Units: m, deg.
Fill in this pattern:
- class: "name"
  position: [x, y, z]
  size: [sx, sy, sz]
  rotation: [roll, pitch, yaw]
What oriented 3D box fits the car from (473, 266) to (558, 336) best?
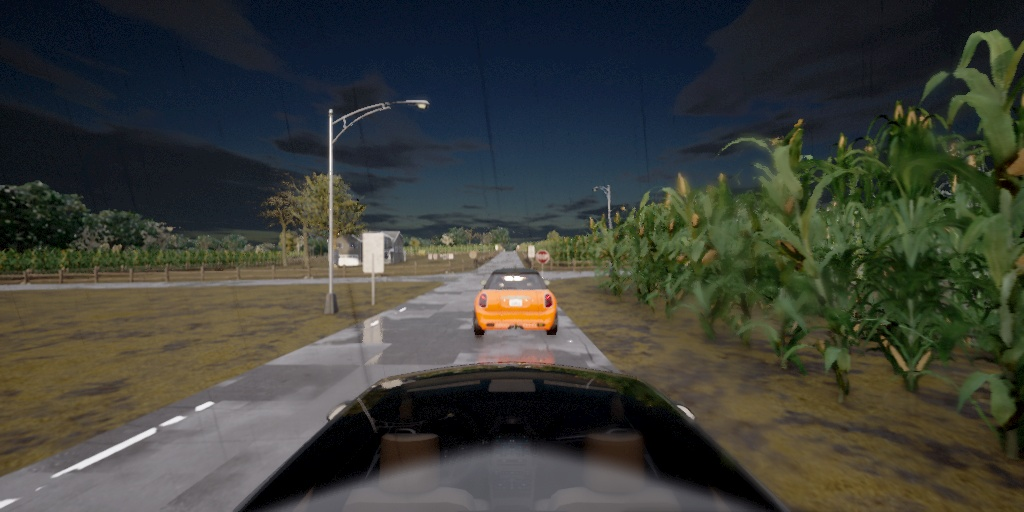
- class: "car"
  position: [0.097, 1.132, 10.692]
  size: [2.097, 1.767, 4.553]
  rotation: [0, 0, 0]
